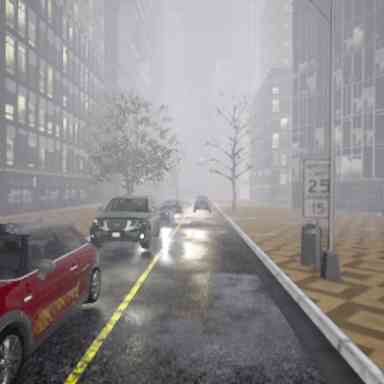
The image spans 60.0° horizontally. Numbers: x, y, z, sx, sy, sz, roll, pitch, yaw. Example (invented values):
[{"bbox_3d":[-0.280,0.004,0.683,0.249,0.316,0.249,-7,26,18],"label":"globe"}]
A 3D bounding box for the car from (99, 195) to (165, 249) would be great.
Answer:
[{"bbox_3d":[-2.668,1.166,14.691,2.150,2.045,5.566,0,0,1],"label":"car"}]

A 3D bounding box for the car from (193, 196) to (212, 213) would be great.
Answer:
[{"bbox_3d":[1.112,1.445,35.793,1.812,1.442,4.674,0,0,2],"label":"car"}]

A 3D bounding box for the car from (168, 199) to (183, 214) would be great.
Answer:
[{"bbox_3d":[-1.988,1.468,34.595,1.994,1.385,4.181,0,0,2],"label":"car"}]

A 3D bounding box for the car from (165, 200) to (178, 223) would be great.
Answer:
[{"bbox_3d":[-2.344,1.524,24.583,1.895,1.301,4.718,0,0,2],"label":"car"}]

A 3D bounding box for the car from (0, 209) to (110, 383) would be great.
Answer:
[{"bbox_3d":[-2.981,1.322,5.059,2.097,1.767,4.553,0,0,2],"label":"car"}]
